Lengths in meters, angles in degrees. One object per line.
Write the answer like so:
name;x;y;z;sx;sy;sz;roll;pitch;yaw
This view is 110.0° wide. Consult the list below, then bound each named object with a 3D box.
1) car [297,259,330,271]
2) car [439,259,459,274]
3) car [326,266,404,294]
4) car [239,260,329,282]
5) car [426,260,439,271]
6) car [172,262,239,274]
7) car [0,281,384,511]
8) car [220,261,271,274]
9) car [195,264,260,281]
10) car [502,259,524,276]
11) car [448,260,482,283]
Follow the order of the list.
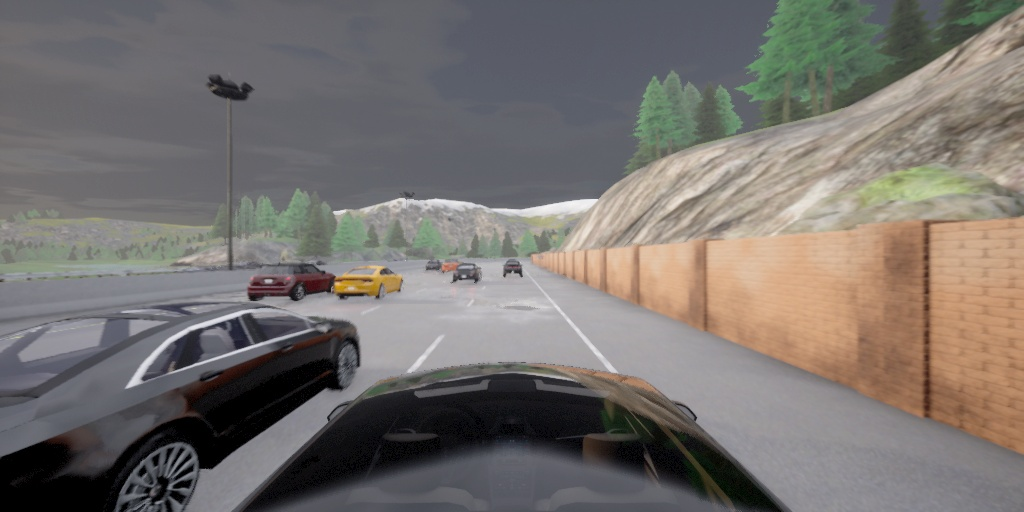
car;-28.035;1.266;50.902;1.882;1.535;5.008;0;0;1
car;-6.910;1.105;42.542;2.097;1.767;4.553;0;0;0
car;-6.892;1.235;17.833;1.882;1.535;5.008;0;0;0
car;-10.394;1.115;17.432;2.097;1.767;4.553;0;0;0
car;-10.408;1.249;48.865;2.128;1.511;4.902;0;0;0
car;-21.015;1.343;24.276;1.994;1.385;4.181;0;0;1
car;-3.366;1.246;3.905;2.128;1.511;4.902;0;0;0
car;-31.552;1.337;42.685;2.033;1.411;5.357;0;0;1
car;-24.571;1.383;31.202;1.895;1.301;4.718;0;0;0
car;0.092;1.247;36.463;1.837;1.490;4.892;0;0;0
car;-3.406;1.276;27.679;1.812;1.442;4.674;0;0;0
